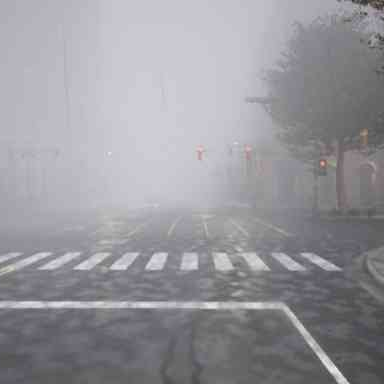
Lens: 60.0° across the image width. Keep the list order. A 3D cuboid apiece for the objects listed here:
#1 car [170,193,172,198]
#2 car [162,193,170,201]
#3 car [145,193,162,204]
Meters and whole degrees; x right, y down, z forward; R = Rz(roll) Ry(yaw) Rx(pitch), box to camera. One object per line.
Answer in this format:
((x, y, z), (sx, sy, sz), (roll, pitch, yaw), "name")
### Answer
((-6.294, 0.974, 87.365), (1.895, 1.301, 4.718), (0, 0, 1), "car")
((-6.545, 0.952, 71.339), (2.097, 1.767, 4.553), (0, 0, 1), "car")
((-6.766, 1.158, 56.467), (1.882, 1.535, 5.008), (0, 1, 1), "car")
